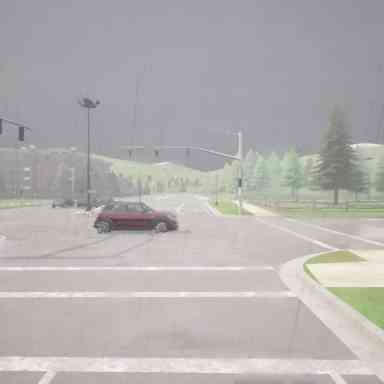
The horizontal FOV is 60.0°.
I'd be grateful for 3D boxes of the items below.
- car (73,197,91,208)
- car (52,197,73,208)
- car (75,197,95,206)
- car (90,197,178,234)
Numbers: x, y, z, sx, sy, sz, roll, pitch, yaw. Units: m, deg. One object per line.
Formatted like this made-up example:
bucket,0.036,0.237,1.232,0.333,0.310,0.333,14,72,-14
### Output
car,-14.934,1.547,48.121,2.033,1.411,5.357,0,0,0
car,-18.438,1.491,47.741,2.128,1.511,4.902,0,0,0
car,-18.421,1.564,57.494,1.994,1.385,4.181,0,0,0
car,-3.031,1.352,18.564,4.553,1.767,2.097,0,0,-1
